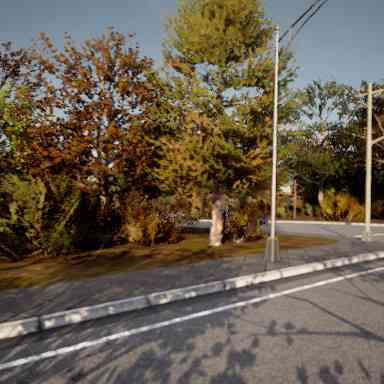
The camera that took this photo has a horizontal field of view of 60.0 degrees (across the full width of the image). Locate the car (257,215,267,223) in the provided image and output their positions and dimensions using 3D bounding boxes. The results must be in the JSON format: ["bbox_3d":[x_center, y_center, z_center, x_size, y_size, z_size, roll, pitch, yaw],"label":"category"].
[{"bbox_3d":[5.086,2.493,32.708,1.882,1.535,5.008,3,-4,-39],"label":"car"}]
